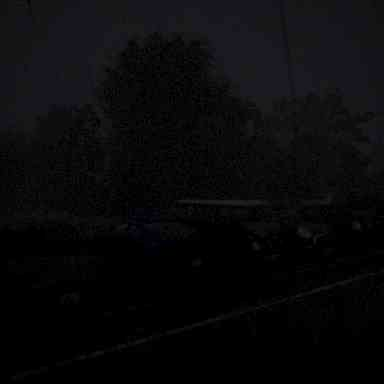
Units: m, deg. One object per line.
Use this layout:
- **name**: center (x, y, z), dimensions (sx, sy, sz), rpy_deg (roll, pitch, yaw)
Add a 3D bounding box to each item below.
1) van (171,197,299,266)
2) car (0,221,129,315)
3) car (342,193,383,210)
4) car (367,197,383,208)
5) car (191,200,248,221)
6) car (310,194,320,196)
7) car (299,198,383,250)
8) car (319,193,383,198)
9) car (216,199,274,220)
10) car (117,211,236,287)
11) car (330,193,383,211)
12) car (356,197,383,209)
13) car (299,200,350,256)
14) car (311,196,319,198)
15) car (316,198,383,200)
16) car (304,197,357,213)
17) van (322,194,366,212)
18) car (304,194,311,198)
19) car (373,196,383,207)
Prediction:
- **van**: center (1.044, 1.241, 11.096), dimensions (1.878, 1.987, 4.442), rpy_deg (0, 0, -36)
- **car**: center (-3.570, 1.501, 7.910), dimensions (2.163, 1.488, 4.792), rpy_deg (0, 0, -36)
- **car**: center (22.552, 1.183, 42.627), dimensions (2.435, 2.045, 5.566), rpy_deg (0, 0, -36)
- **car**: center (27.077, 1.445, 45.856), dimensions (2.163, 1.488, 4.792), rpy_deg (0, 0, -36)
- **car**: center (2.198, 1.460, 28.140), dimensions (2.231, 1.521, 4.892), rpy_deg (0, 0, -36)
- **car**: center (13.481, 1.197, 36.223), dimensions (2.435, 2.045, 5.566), rpy_deg (0, 0, -36)
- **car**: center (5.557, 1.337, 14.423), dimensions (2.185, 1.767, 4.553), rpy_deg (0, 0, -36)
- **car**: center (10.119, 1.207, 17.682), dimensions (2.435, 2.045, 5.566), rpy_deg (0, 0, -36)
- **car**: center (4.569, 1.454, 29.598), dimensions (1.946, 1.575, 5.366), rpy_deg (0, 0, -36)
- **car**: center (-1.303, 1.469, 9.558), dimensions (2.097, 1.535, 5.008), rpy_deg (0, 0, -36)
- **car**: center (20.259, 1.191, 41.060), dimensions (2.435, 2.045, 5.566), rpy_deg (0, 0, -36)
- **car**: center (24.778, 1.455, 44.286), dimensions (2.163, 1.488, 4.792), rpy_deg (0, 0, -36)
- **car**: center (3.239, 1.339, 12.845), dimensions (2.185, 1.767, 4.553), rpy_deg (0, 0, -36)
- **car**: center (11.256, 1.480, 34.564), dimensions (2.163, 1.488, 4.792), rpy_deg (0, 0, -36)
- **car**: center (7.839, 1.335, 16.052), dimensions (2.185, 1.767, 4.553), rpy_deg (0, 0, -36)
- **car**: center (15.650, 1.443, 37.964), dimensions (1.946, 1.575, 5.366), rpy_deg (0, 0, -36)
- **van**: center (17.948, 1.218, 39.519), dimensions (1.878, 1.987, 4.442), rpy_deg (0, 0, -36)
- **car**: center (8.961, 1.327, 32.999), dimensions (2.185, 1.767, 4.553), rpy_deg (0, 0, -36)
- **car**: center (29.209, 1.394, 47.640), dimensions (1.946, 1.575, 5.366), rpy_deg (0, 0, -35)
